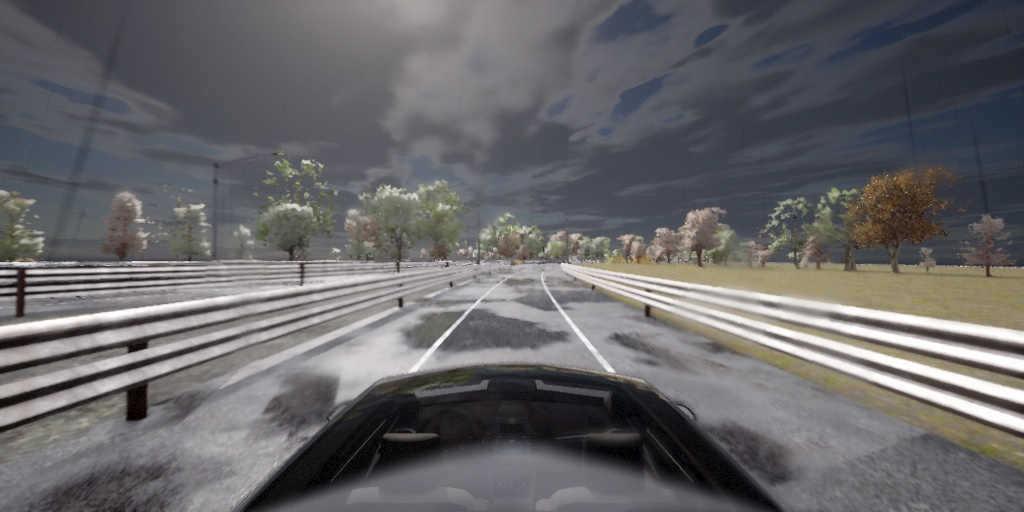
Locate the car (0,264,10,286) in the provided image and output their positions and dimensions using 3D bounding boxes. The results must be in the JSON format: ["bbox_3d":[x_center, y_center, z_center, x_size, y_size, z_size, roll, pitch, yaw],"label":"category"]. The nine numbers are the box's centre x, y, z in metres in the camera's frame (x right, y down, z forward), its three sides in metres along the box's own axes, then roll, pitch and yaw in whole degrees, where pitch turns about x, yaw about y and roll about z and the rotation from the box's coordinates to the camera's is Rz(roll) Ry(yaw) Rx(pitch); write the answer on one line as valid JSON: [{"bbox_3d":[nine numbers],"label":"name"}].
[{"bbox_3d":[-20.971,1.012,16.383,1.812,1.442,4.674,0,-1,12],"label":"car"}]

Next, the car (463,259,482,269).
[{"bbox_3d":[-6.601,1.288,61.142,2.097,1.767,4.553,0,-1,15],"label":"car"}]

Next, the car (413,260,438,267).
[{"bbox_3d":[-12.574,1.319,52.322,1.882,1.535,5.008,0,-1,15],"label":"car"}]

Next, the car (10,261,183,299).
[{"bbox_3d":[-17.513,0.984,15.865,2.128,1.511,4.902,0,-1,12],"label":"car"}]
